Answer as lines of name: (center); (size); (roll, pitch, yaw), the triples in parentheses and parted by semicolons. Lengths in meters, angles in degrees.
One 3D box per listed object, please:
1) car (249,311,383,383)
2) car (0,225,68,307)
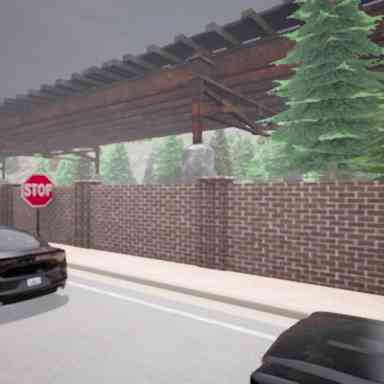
car: (2.696, 1.602, 2.022); (4.718, 1.301, 1.895); (0, 0, 36)
car: (-4.862, 1.473, 7.512); (5.008, 1.535, 1.882); (0, 0, 36)
